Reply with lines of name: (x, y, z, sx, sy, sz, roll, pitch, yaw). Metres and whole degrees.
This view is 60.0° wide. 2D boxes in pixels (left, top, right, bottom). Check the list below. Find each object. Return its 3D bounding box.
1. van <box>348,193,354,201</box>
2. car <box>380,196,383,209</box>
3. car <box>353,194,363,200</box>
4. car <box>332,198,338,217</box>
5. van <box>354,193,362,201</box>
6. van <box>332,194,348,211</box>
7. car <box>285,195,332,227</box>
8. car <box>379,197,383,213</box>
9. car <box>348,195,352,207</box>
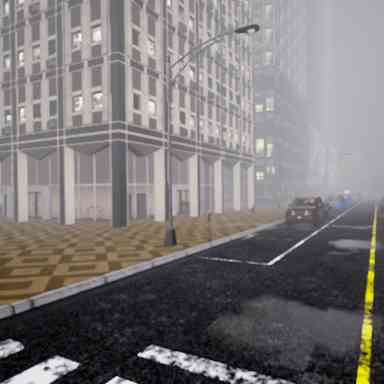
van: (21.402, 1.160, 46.775, 1.690, 1.788, 3.998, -1, 0, 29)
car: (25.345, 1.279, 42.910, 1.882, 1.535, 5.008, 0, 0, 29)
car: (40.328, 1.210, 80.688, 1.887, 1.381, 4.507, -1, 0, 29)
car: (10.551, 1.471, 27.420, 1.947, 1.339, 4.313, -1, 0, 29)
van: (34.918, 1.051, 70.999, 1.690, 1.788, 3.998, -1, 0, 29)
van: (15.995, 1.203, 37.086, 1.690, 1.788, 3.998, -1, 0, 29)
car: (7.804, 1.242, 22.600, 2.192, 1.841, 5.009, -1, 0, 29)
car: (20.387, 1.193, 33.917, 2.097, 1.767, 4.553, 0, 0, 29)
car: (18.702, 1.422, 41.930, 1.802, 1.307, 4.206, -1, 0, 29)
